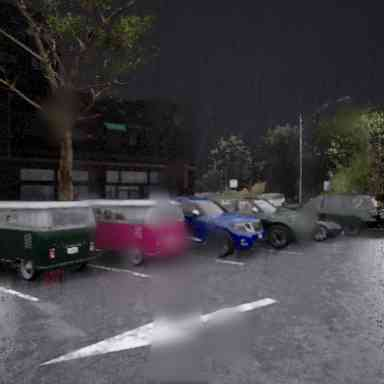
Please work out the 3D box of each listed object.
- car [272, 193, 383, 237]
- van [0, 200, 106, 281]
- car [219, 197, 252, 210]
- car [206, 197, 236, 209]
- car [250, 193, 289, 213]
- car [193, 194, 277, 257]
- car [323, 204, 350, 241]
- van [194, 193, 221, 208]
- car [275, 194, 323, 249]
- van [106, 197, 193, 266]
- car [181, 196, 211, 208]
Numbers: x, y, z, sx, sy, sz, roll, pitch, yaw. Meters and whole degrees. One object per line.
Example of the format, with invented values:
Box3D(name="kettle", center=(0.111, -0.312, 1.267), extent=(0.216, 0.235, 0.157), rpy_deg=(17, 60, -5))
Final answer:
Box3D(name="car", center=(7.282, 1.226, 18.289), extent=(5.566, 2.045, 2.435), rpy_deg=(-1, 0, 35))
Box3D(name="van", center=(-4.841, 1.261, 9.765), extent=(4.442, 1.987, 1.878), rpy_deg=(-1, -1, 35))
Box3D(name="car", center=(5.841, 1.465, 43.955), extent=(1.946, 1.575, 5.366), rpy_deg=(-1, 0, 36))
Box3D(name="car", center=(4.046, 1.511, 46.292), extent=(2.002, 1.452, 4.674), rpy_deg=(-1, 0, 36))
Box3D(name="car", center=(9.091, 1.218, 38.798), extent=(2.435, 2.045, 5.566), rpy_deg=(0, 1, 36))
Box3D(name="car", center=(0.104, 1.230, 13.124), extent=(5.566, 2.045, 2.435), rpy_deg=(-1, -1, 35))
Box3D(name="car", center=(4.930, 1.507, 16.564), extent=(4.792, 1.488, 2.163), rpy_deg=(-1, -1, 34))
Box3D(name="van", center=(2.304, 1.247, 48.685), extent=(1.878, 1.987, 4.442), rpy_deg=(0, 1, 36))
Box3D(name="car", center=(2.516, 1.228, 14.839), extent=(5.566, 2.045, 2.435), rpy_deg=(-1, -1, 35))
Box3D(name="van", center=(-2.430, 1.259, 11.481), extent=(4.442, 1.987, 1.878), rpy_deg=(-1, 0, 35))
Box3D(name="car", center=(0.702, 1.472, 51.277), extent=(2.097, 1.535, 5.008), rpy_deg=(0, 1, 36))
